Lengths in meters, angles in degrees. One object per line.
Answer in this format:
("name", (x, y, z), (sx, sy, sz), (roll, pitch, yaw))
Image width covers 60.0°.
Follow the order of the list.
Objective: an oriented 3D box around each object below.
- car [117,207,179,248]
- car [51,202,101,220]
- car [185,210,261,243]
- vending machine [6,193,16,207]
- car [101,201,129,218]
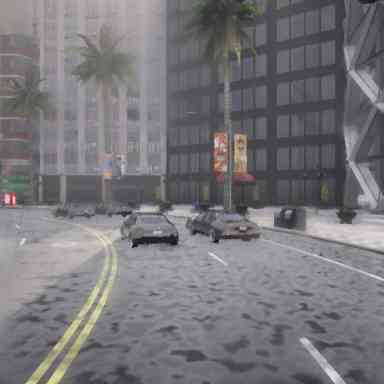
("car", (-2.015, 1.572, 15.009), (1.994, 1.385, 4.181), (0, 0, -19))
("car", (-10.178, 1.563, 28.342), (2.033, 1.411, 5.357), (0, 0, -44))
("car", (1.292, 1.563, 16.155), (2.033, 1.411, 5.357), (0, 0, -19))
("vending machine", (-27.625, 1.194, 50.770), (0.880, 2.100, 1.100), (0, 0, 16))
("car", (-7.653, 1.563, 30.766), (2.033, 1.411, 5.357), (0, 0, -44))
